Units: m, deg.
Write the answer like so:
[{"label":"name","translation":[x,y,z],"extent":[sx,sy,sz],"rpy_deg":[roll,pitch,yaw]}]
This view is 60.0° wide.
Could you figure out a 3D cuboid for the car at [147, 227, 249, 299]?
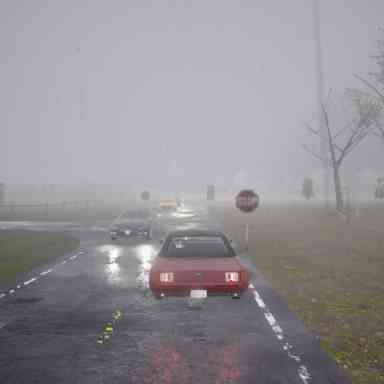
[{"label":"car","translation":[0.098,1.604,8.388],"extent":[1.895,1.301,4.718],"rpy_deg":[0,0,-1]}]

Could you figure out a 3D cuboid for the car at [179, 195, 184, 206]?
[{"label":"car","translation":[-2.681,1.511,51.054],"extent":[1.837,1.490,4.892],"rpy_deg":[0,0,0]}]

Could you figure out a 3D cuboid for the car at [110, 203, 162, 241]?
[{"label":"car","translation":[-2.800,1.510,16.901],"extent":[1.837,1.490,4.892],"rpy_deg":[0,0,0]}]

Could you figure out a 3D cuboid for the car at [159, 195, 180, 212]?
[{"label":"car","translation":[-2.730,1.486,38.757],"extent":[1.882,1.535,5.008],"rpy_deg":[0,0,0]}]
